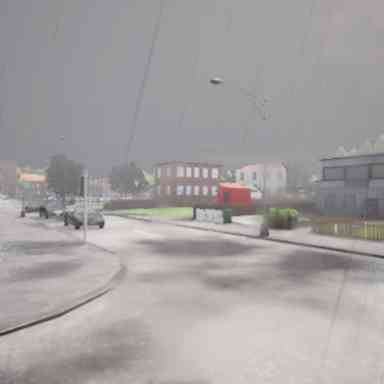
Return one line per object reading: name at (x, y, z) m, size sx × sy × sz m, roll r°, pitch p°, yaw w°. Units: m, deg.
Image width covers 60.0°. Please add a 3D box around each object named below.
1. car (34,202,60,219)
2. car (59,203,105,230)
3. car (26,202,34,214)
car at (-13.257, 1.726, 31.675) m, size 2.128 × 1.511 × 4.902 m, roll 1°, pitch -1°, yaw -33°
car at (-7.529, 1.711, 23.007) m, size 1.812 × 1.442 × 4.674 m, roll 1°, pitch -1°, yaw -34°
car at (-18.742, 1.846, 40.049) m, size 1.994 × 1.385 × 4.181 m, roll 1°, pitch -1°, yaw -33°
